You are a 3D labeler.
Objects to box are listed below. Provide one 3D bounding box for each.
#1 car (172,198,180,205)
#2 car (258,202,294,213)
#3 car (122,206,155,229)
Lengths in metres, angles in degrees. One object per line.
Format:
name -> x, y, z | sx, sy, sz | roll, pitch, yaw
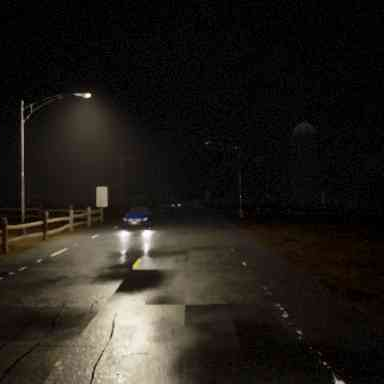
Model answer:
car -> -4.312, 2.540, 90.576 | 2.097, 1.767, 4.553 | -1, -1, -1
car -> 11.495, 2.114, 45.519 | 4.892, 1.490, 1.837 | 1, -6, -5
car -> -3.765, 1.785, 23.976 | 1.812, 1.442, 4.674 | -1, -1, 0
